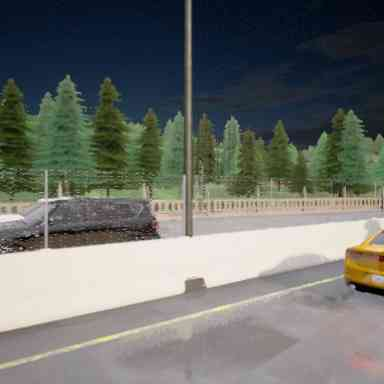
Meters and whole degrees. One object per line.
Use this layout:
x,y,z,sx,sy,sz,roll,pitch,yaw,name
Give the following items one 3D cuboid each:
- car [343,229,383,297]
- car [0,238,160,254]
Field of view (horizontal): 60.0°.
5.530,1.480,7.683,5.008,1.535,1.882,0,0,-35,car
-3.651,1.217,9.982,5.566,2.045,2.150,0,0,-35,car
